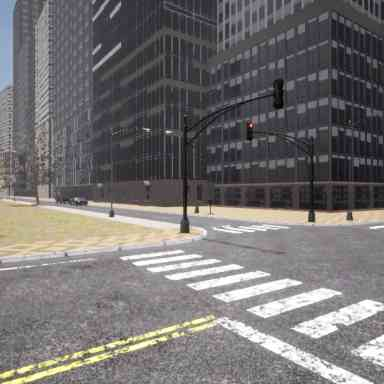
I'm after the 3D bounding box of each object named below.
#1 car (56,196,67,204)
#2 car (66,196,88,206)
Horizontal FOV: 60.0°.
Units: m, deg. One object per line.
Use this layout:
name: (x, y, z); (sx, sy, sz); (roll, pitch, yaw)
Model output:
car: (-24.641, 1.512, 63.508); (1.837, 1.490, 4.892); (0, 0, -35)
car: (-18.849, 1.603, 55.243); (1.895, 1.301, 4.718); (0, 0, -35)
